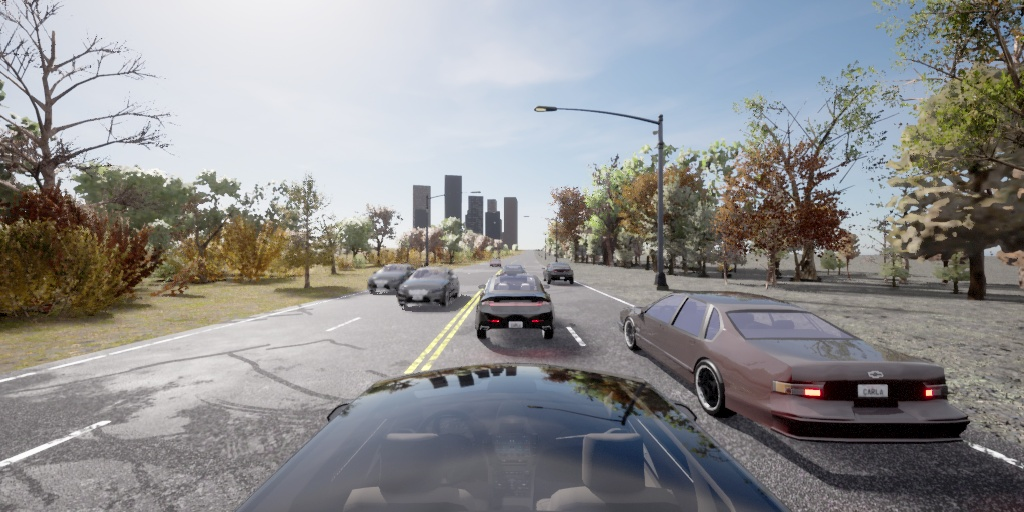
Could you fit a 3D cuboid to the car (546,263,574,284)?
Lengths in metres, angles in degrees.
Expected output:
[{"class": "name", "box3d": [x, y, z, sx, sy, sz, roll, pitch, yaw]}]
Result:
[{"class": "car", "box3d": [3.352, 1.227, 26.452, 1.837, 1.490, 4.892, -1, 0, 0]}]

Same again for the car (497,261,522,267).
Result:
[{"class": "car", "box3d": [0.103, 1.293, 26.773, 1.994, 1.385, 4.181, 0, 0, 0]}]

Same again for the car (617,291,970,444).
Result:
[{"class": "car", "box3d": [3.342, 1.281, 5.837, 2.033, 1.411, 5.357, 0, 0, 0]}]

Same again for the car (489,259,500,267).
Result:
[{"class": "car", "box3d": [-2.713, 1.193, 59.980, 1.812, 1.442, 4.674, 0, 0, 2]}]

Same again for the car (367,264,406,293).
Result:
[{"class": "car", "box3d": [-6.634, 1.231, 20.570, 2.128, 1.511, 4.902, 0, 0, 0]}]

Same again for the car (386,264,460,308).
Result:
[{"class": "car", "box3d": [-3.392, 1.236, 15.367, 2.128, 1.511, 4.902, 0, 0, 0]}]

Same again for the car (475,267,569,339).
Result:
[{"class": "car", "box3d": [0.066, 1.240, 10.023, 2.128, 1.511, 4.902, 0, 0, 0]}]
